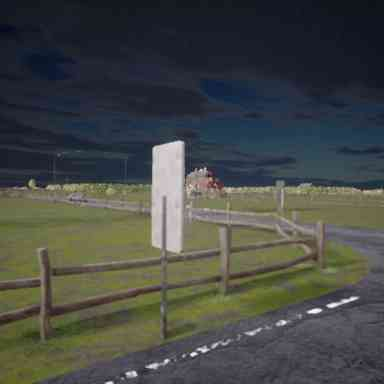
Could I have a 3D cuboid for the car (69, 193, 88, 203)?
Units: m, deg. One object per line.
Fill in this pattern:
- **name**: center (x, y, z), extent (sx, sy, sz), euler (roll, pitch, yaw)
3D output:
- **car**: center (-17.409, 0.862, 50.950), extent (2.128, 1.511, 4.902), euler (1, 0, -36)
